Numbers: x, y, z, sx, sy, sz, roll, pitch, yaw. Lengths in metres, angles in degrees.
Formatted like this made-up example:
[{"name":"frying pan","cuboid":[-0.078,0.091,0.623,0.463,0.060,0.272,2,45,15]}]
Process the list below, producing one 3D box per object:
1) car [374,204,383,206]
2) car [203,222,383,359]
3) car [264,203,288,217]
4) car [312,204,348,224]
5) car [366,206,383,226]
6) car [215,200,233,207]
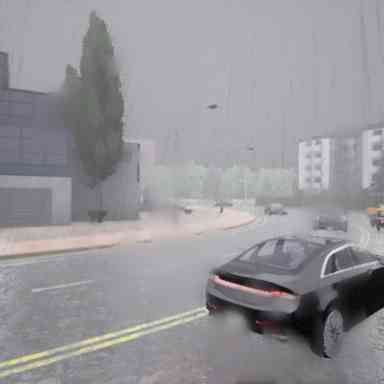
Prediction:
[{"name":"car","cuboid":[19.781,1.988,34.453,1.882,1.535,5.008,1,0,7]},{"name":"car","cuboid":[2.356,1.571,6.208,4.902,1.511,2.128,1,-1,-43]},{"name":"car","cuboid":[9.432,1.973,37.592,1.812,1.442,4.674,1,-1,2]},{"name":"car","cuboid":[9.263,1.651,22.351,2.097,1.767,4.553,0,-1,23]},{"name":"car","cuboid":[13.711,1.949,23.310,1.895,1.301,4.718,0,-1,21]},{"name":"car","cuboid":[6.113,2.230,63.383,1.994,1.385,4.181,1,-1,-27]}]
